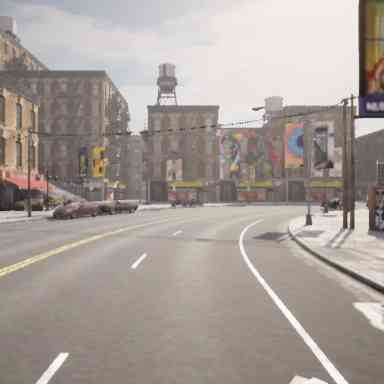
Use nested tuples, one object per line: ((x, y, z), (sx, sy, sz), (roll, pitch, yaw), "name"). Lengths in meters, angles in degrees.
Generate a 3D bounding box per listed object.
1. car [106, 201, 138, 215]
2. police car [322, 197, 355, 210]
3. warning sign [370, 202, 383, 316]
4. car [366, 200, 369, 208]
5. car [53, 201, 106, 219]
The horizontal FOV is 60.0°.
((-7.733, 1.580, 34.201), (1.895, 1.301, 4.718), (0, 0, 30), "car")
((18.944, 1.441, 42.714), (5.238, 1.638, 1.930), (0, 0, -30), "police car")
((3.800, 1.099, 5.359), (1.300, 1.860, 1.060), (0, 0, 0), "warning sign")
((26.453, 1.374, 45.743), (4.553, 1.767, 2.097), (0, 0, -14), "car")
((-9.898, 1.504, 28.895), (2.002, 1.452, 4.674), (0, 0, 20), "car")
